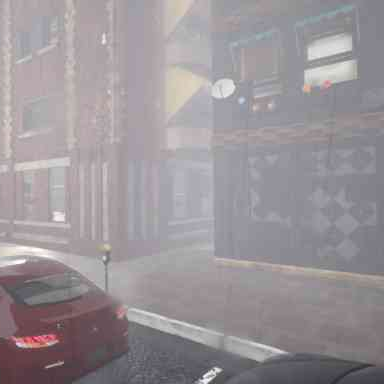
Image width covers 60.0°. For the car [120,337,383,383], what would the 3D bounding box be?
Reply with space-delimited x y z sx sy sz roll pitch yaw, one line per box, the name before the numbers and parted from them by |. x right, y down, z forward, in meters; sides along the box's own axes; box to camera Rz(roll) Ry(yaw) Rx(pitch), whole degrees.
car | 1.909 1.566 1.487 4.313 1.339 1.947 0 -1 35

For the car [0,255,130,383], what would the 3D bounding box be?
car | -2.703 1.583 4.762 4.206 1.307 1.802 0 -1 35
